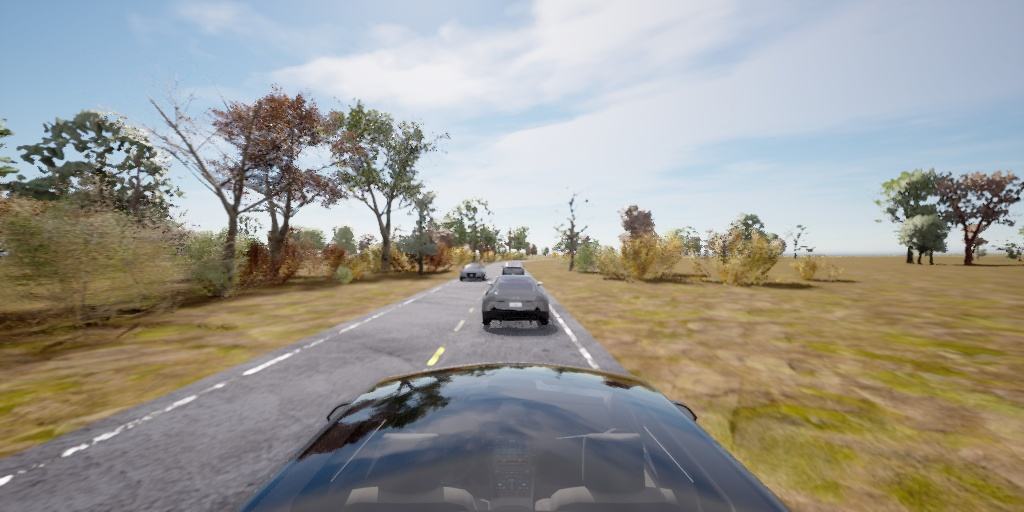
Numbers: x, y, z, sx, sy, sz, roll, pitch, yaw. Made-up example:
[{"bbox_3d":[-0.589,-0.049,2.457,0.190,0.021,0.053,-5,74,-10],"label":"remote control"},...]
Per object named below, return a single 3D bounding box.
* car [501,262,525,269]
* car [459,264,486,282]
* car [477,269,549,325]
[{"bbox_3d":[0.104,1.242,30.730,2.128,1.511,4.902,0,0,0],"label":"car"},{"bbox_3d":[-3.093,1.313,29.261,1.994,1.385,4.181,0,0,0],"label":"car"},{"bbox_3d":[0.097,1.311,11.853,1.994,1.385,4.181,0,0,0],"label":"car"}]
